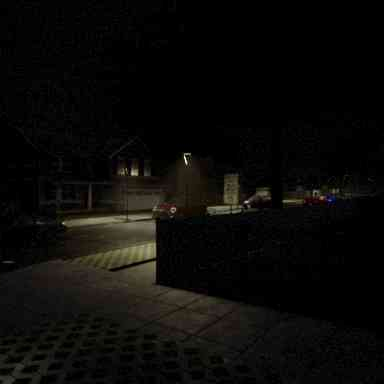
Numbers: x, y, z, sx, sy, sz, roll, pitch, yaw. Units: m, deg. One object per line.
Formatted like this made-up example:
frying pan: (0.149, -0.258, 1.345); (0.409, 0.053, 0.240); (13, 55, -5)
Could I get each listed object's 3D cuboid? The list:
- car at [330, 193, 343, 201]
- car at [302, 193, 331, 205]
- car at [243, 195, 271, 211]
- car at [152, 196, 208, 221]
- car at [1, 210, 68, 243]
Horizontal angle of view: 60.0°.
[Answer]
car: (20.843, 0.913, 49.024); (1.812, 1.442, 4.674); (1, 2, 35)
car: (15.225, 1.136, 40.992); (1.895, 1.301, 4.718); (1, 2, 36)
car: (6.941, 1.108, 34.281); (2.128, 1.511, 4.902); (1, 1, 36)
car: (-0.764, 1.124, 23.403); (2.097, 1.767, 4.553); (1, 1, 35)
car: (-7.781, 1.444, 13.491); (2.033, 1.411, 5.357); (1, 1, 35)
